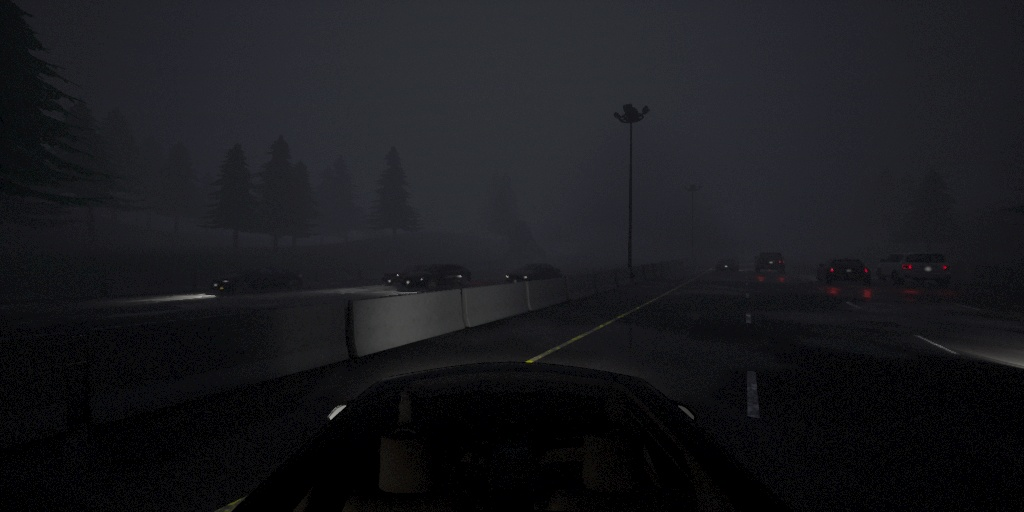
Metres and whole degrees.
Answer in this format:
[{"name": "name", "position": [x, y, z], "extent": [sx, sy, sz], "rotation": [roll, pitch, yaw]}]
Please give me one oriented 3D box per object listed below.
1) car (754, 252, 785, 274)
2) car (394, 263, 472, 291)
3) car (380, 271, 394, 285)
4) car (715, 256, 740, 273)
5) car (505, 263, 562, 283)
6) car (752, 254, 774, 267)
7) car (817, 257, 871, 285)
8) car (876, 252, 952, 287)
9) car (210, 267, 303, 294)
[{"name": "car", "position": [24.720, 0.628, 34.456], "extent": [2.150, 2.045, 5.566], "rotation": [0, 1, 33]}, {"name": "car", "position": [-4.488, 1.210, 22.004], "extent": [1.837, 1.490, 4.892], "rotation": [0, 0, 33]}, {"name": "car", "position": [-6.712, 1.295, 25.005], "extent": [1.895, 1.301, 4.718], "rotation": [0, 0, 33]}, {"name": "car", "position": [22.168, 0.956, 36.955], "extent": [1.994, 1.385, 4.181], "rotation": [0, 1, 33]}, {"name": "car", "position": [1.656, 1.212, 25.026], "extent": [2.033, 1.411, 5.357], "rotation": [0, 1, 33]}, {"name": "car", "position": [32.864, 0.583, 46.971], "extent": [2.128, 1.511, 4.902], "rotation": [0, 1, 32]}, {"name": "car", "position": [22.186, 0.915, 24.141], "extent": [2.097, 1.767, 4.553], "rotation": [0, 1, 33]}, {"name": "car", "position": [25.696, 0.774, 23.118], "extent": [2.150, 2.045, 5.566], "rotation": [0, 1, 33]}, {"name": "car", "position": [-14.108, 1.293, 20.054], "extent": [1.994, 1.385, 4.181], "rotation": [0, 0, 33]}]
